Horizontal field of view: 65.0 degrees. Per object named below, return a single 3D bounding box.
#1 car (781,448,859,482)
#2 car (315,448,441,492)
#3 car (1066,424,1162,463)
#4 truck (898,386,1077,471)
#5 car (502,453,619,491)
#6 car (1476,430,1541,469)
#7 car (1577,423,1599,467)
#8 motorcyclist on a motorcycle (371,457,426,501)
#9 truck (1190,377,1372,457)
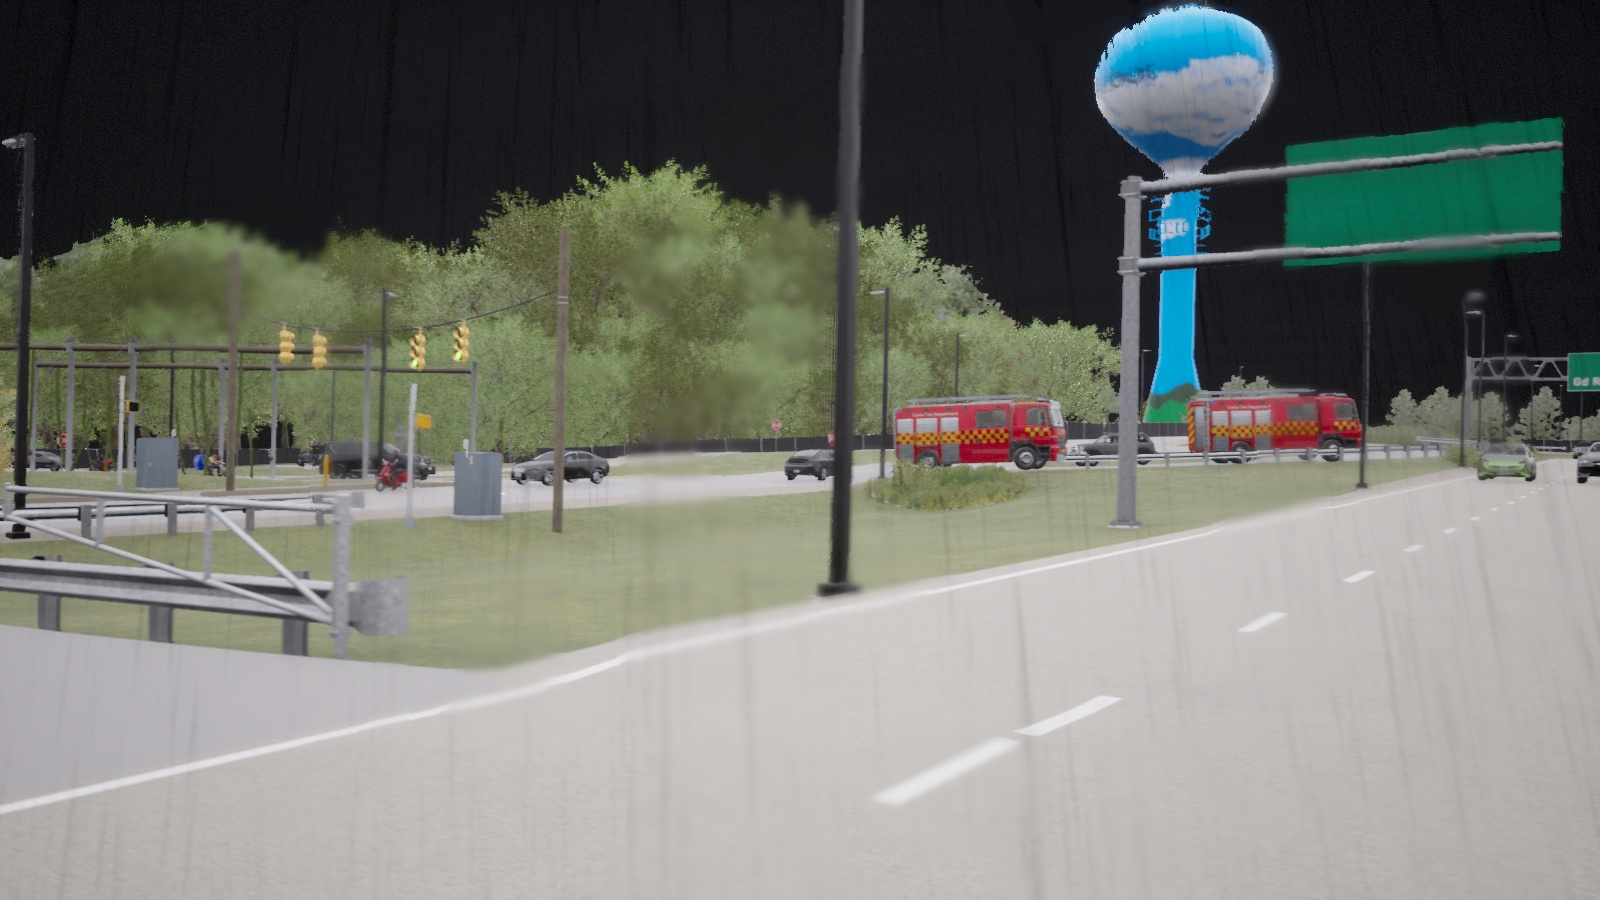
[{"bbox_3d":[1.020,0.693,61.459,1.837,1.490,4.892,0,1,27],"label":"car"},{"bbox_3d":[-21.057,0.992,62.754,5.566,2.045,2.150,-2,-1,8],"label":"car"},{"bbox_3d":[17.060,-0.356,68.395,4.605,1.855,1.932,-3,0,-7],"label":"car"},{"bbox_3d":[9.576,-1.026,64.261,8.468,3.827,2.891,-3,-1,22],"label":"truck"},{"bbox_3d":[-10.405,0.920,54.937,2.128,1.511,4.902,0,1,36],"label":"car"},{"bbox_3d":[29.114,-0.066,51.513,2.007,1.525,4.514,0,1,33],"label":"car"},{"bbox_3d":[31.908,-0.230,49.390,2.152,1.651,5.027,0,1,33],"label":"car"},{"bbox_3d":[-15.208,1.092,47.609,0.866,1.590,1.817,0,1,33],"label":"motorcyclist on a motorcycle"},{"bbox_3d":[25.309,-1.702,66.301,8.468,3.827,2.891,-2,0,-7],"label":"truck"}]
